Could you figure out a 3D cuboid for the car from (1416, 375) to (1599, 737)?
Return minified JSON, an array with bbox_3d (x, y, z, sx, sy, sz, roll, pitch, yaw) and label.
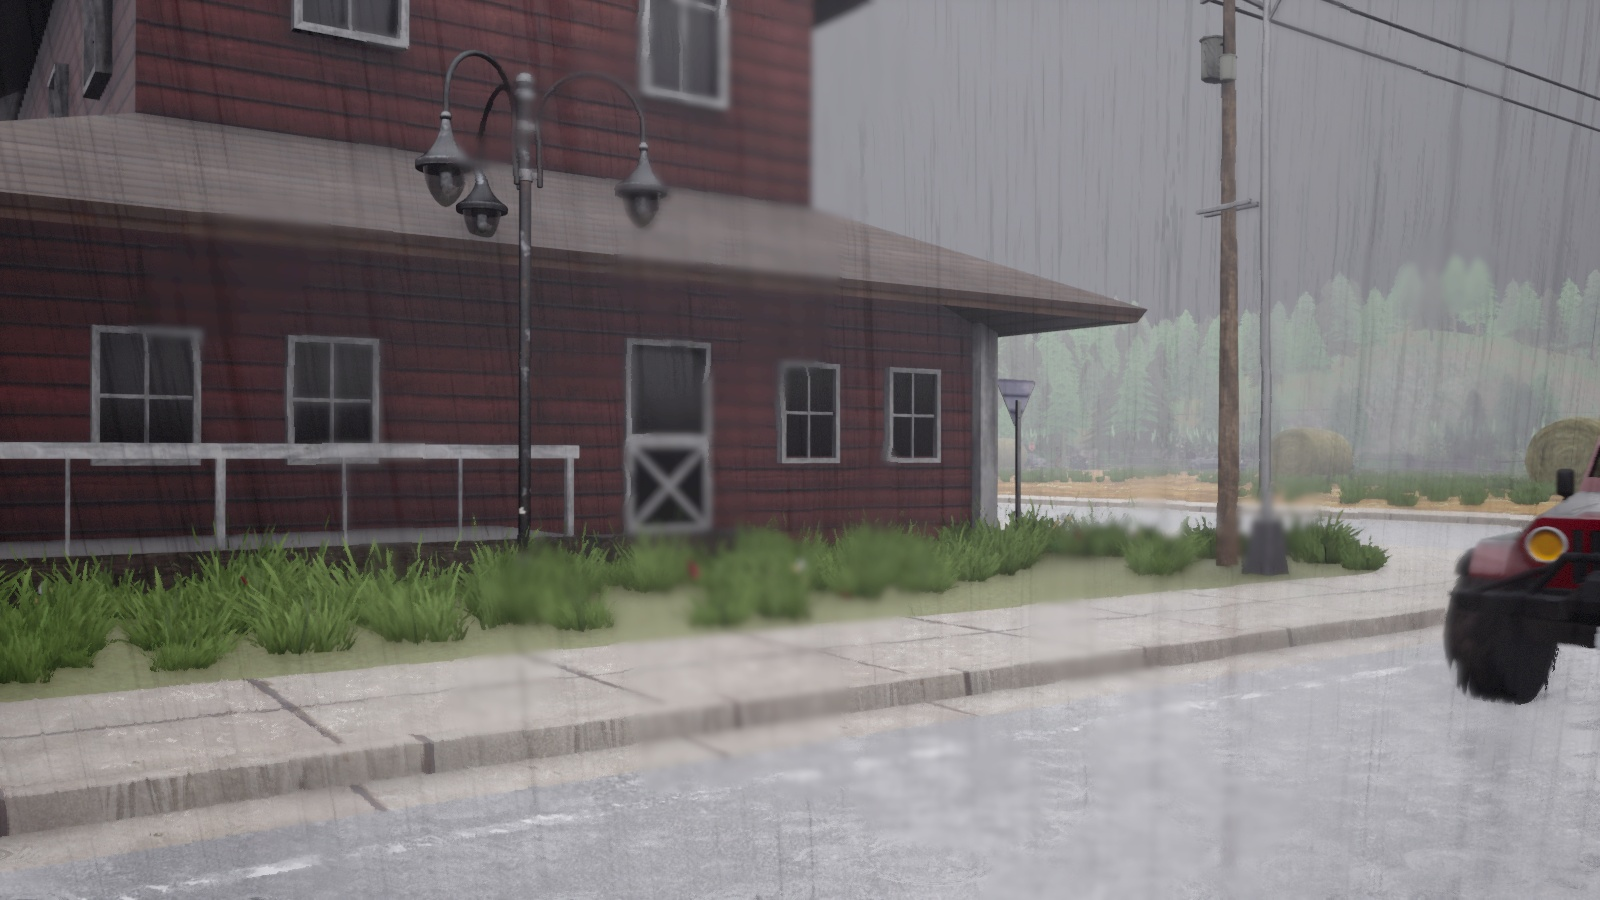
[{"bbox_3d":[5.655,0.548,7.727,3.866,1.878,1.905,0,0,-39],"label":"car"}]
